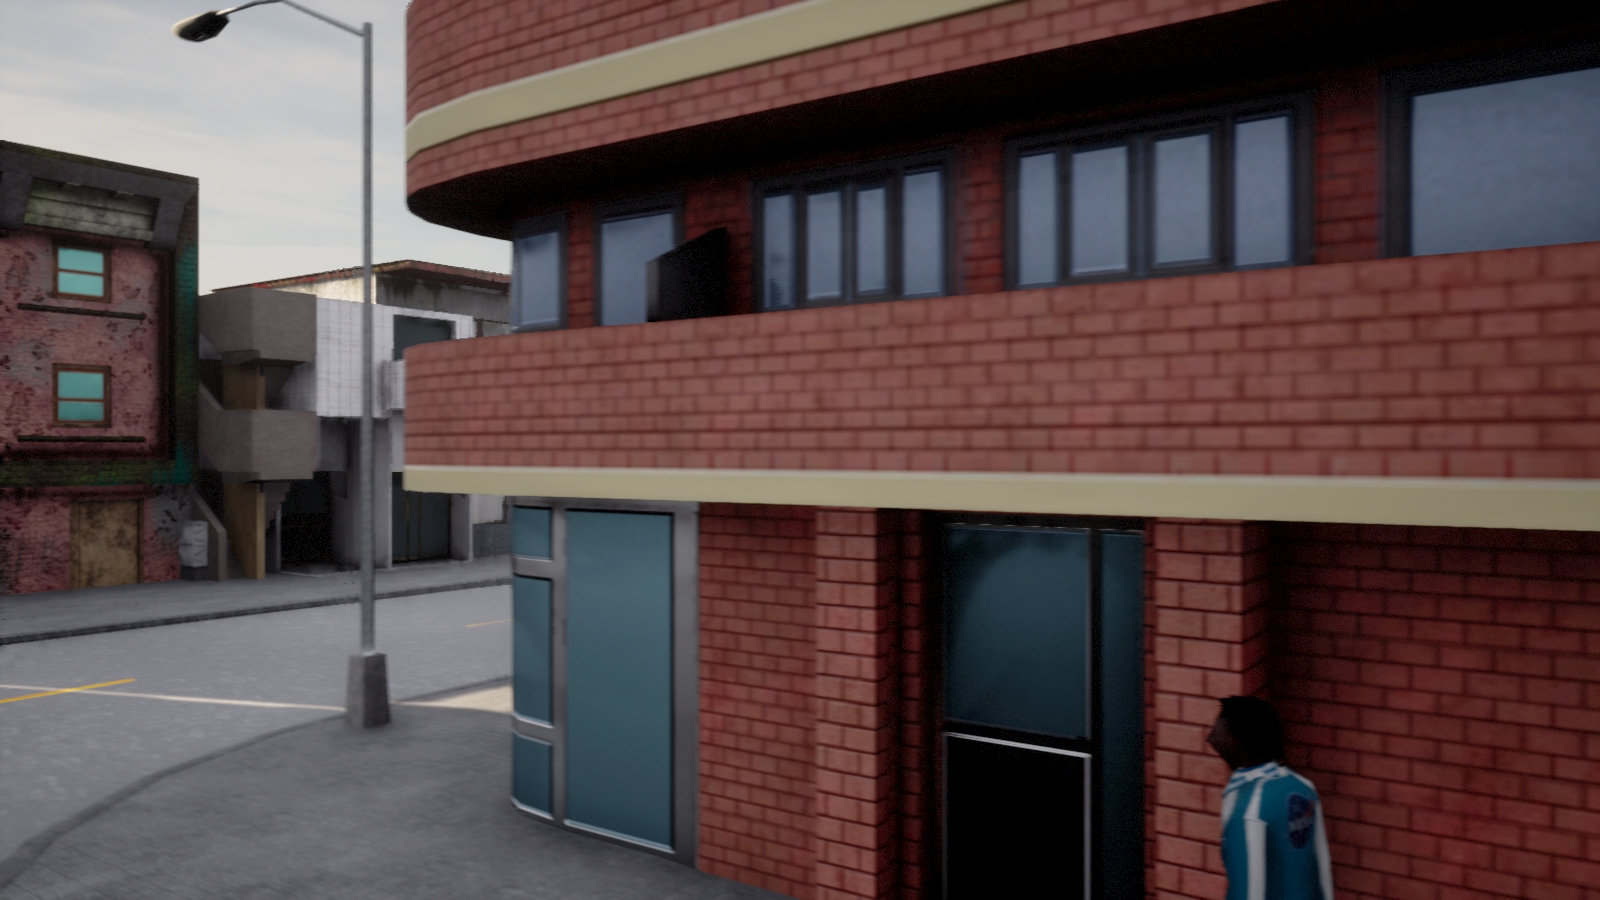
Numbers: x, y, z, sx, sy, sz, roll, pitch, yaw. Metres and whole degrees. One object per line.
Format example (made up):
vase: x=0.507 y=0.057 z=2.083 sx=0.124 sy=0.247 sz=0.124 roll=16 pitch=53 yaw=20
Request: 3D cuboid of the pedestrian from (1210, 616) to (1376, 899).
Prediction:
pedestrian: x=1.661 y=1.527 z=3.857 sx=0.375 sy=1.860 sz=0.375 roll=0 pitch=0 yaw=-36
